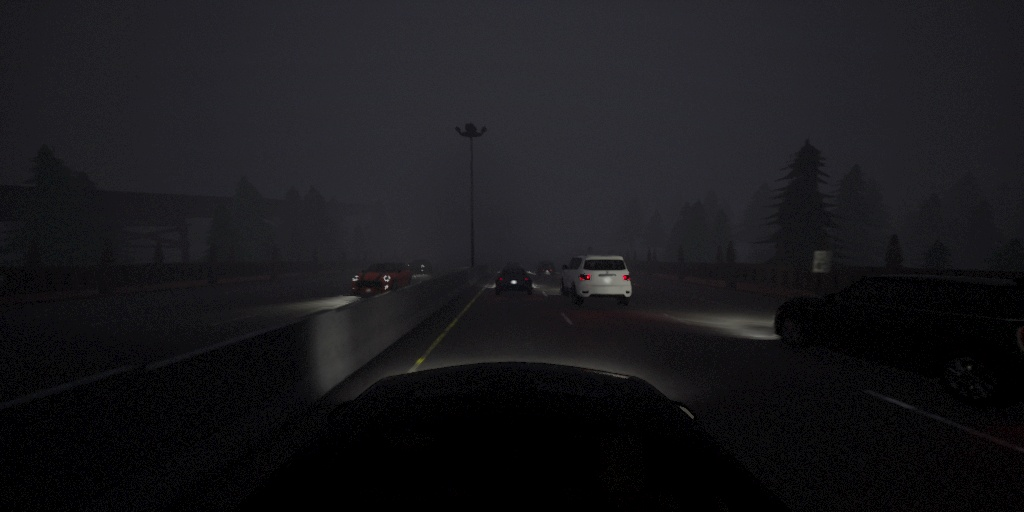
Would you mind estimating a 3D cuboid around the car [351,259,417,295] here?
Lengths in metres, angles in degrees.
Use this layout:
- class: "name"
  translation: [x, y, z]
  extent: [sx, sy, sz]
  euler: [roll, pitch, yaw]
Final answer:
- class: "car"
  translation: [-7.091, 1.115, 19.976]
  extent: [2.097, 1.767, 4.553]
  euler: [0, 0, 0]

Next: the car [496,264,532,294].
- class: "car"
  translation: [0.097, 1.327, 20.497]
  extent: [1.994, 1.385, 4.181]
  euler: [0, 0, 0]

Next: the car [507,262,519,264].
- class: "car"
  translation: [0.093, 1.325, 40.366]
  extent: [2.033, 1.411, 5.357]
  euler: [0, 0, 0]

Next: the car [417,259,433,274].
- class: "car"
  translation: [-10.543, 1.130, 40.978]
  extent: [2.097, 1.767, 4.553]
  euler: [0, 0, 0]

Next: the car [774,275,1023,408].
- class: "car"
  translation: [7.099, 1.100, 6.374]
  extent: [2.097, 1.767, 4.553]
  euler: [0, 0, 0]

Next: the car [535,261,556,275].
- class: "car"
  translation: [3.593, 1.281, 38.850]
  extent: [1.837, 1.490, 4.892]
  euler: [0, 0, 0]

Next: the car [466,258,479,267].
- class: "car"
  translation: [-7.011, 1.091, 63.723]
  extent: [2.033, 1.411, 5.357]
  euler: [0, 3, 0]

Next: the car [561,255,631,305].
- class: "car"
  translation: [3.597, 0.981, 16.206]
  extent: [2.150, 2.045, 5.566]
  euler: [0, 0, 0]
